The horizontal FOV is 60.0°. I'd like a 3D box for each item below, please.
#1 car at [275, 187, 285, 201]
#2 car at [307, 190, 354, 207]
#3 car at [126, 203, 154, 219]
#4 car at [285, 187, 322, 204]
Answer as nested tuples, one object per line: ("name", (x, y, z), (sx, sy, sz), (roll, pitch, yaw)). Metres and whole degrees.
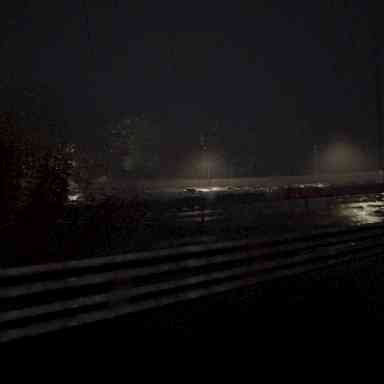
("car", (13.623, 0.352, 43.665), (5.566, 2.045, 2.150), (-4, 2, -15))
("car", (15.653, 0.766, 36.965), (4.674, 1.442, 1.812), (-4, 2, -15))
("car", (-6.406, 1.937, 30.860), (5.566, 2.045, 2.150), (-4, 2, -16))
("car", (14.626, 0.407, 40.310), (5.566, 2.045, 2.150), (-4, 2, -15))
